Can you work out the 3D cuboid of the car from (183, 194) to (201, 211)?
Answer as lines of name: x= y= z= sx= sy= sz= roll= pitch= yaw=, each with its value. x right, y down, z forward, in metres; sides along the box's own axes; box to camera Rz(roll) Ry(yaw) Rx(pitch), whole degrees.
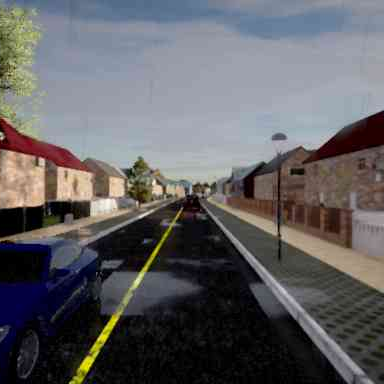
car: x=-0.022 y=1.301 z=43.127 sx=2.150 sy=2.045 sz=5.566 roll=0 pitch=0 yaw=0

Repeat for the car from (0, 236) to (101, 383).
car: x=-2.833 y=1.536 z=5.482 sx=1.812 sy=1.442 sz=4.674 roll=0 pitch=0 yaw=0

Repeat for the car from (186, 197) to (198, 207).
car: x=-0.027 y=1.574 z=53.855 sx=1.882 sy=1.535 sz=5.008 roll=0 pitch=0 yaw=0
